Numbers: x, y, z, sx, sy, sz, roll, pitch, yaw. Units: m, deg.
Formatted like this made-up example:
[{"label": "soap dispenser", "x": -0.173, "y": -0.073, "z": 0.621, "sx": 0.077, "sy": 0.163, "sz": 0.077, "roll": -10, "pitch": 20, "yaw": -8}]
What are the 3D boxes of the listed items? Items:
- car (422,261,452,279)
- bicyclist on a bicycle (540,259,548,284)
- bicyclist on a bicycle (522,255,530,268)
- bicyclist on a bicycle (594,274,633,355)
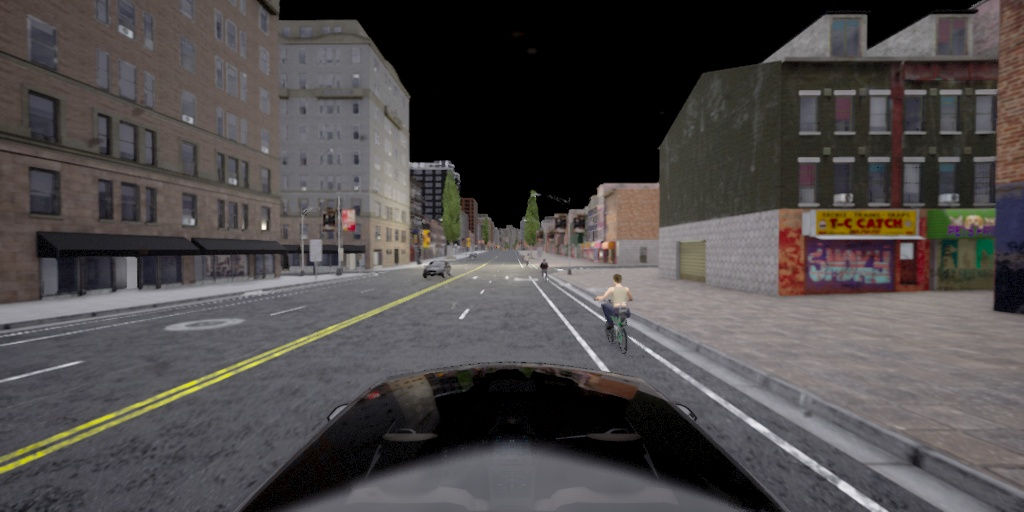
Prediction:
[{"label": "car", "x": -6.506, "y": 1.170, "z": 31.655, "sx": 1.837, "sy": 1.490, "sz": 4.892, "roll": 0, "pitch": 0, "yaw": 0}, {"label": "bicyclist on a bicycle", "x": 2.250, "y": 1.060, "z": 25.274, "sx": 0.659, "sy": 1.776, "sz": 1.843, "roll": 0, "pitch": 0, "yaw": 0}, {"label": "bicyclist on a bicycle", "x": 2.259, "y": 0.926, "z": 53.398, "sx": 0.866, "sy": 1.612, "sz": 1.509, "roll": 0, "pitch": 1, "yaw": 0}, {"label": "bicyclist on a bicycle", "x": 2.233, "y": 1.181, "z": 7.698, "sx": 0.866, "sy": 1.612, "sz": 1.509, "roll": 0, "pitch": 0, "yaw": 0}]
